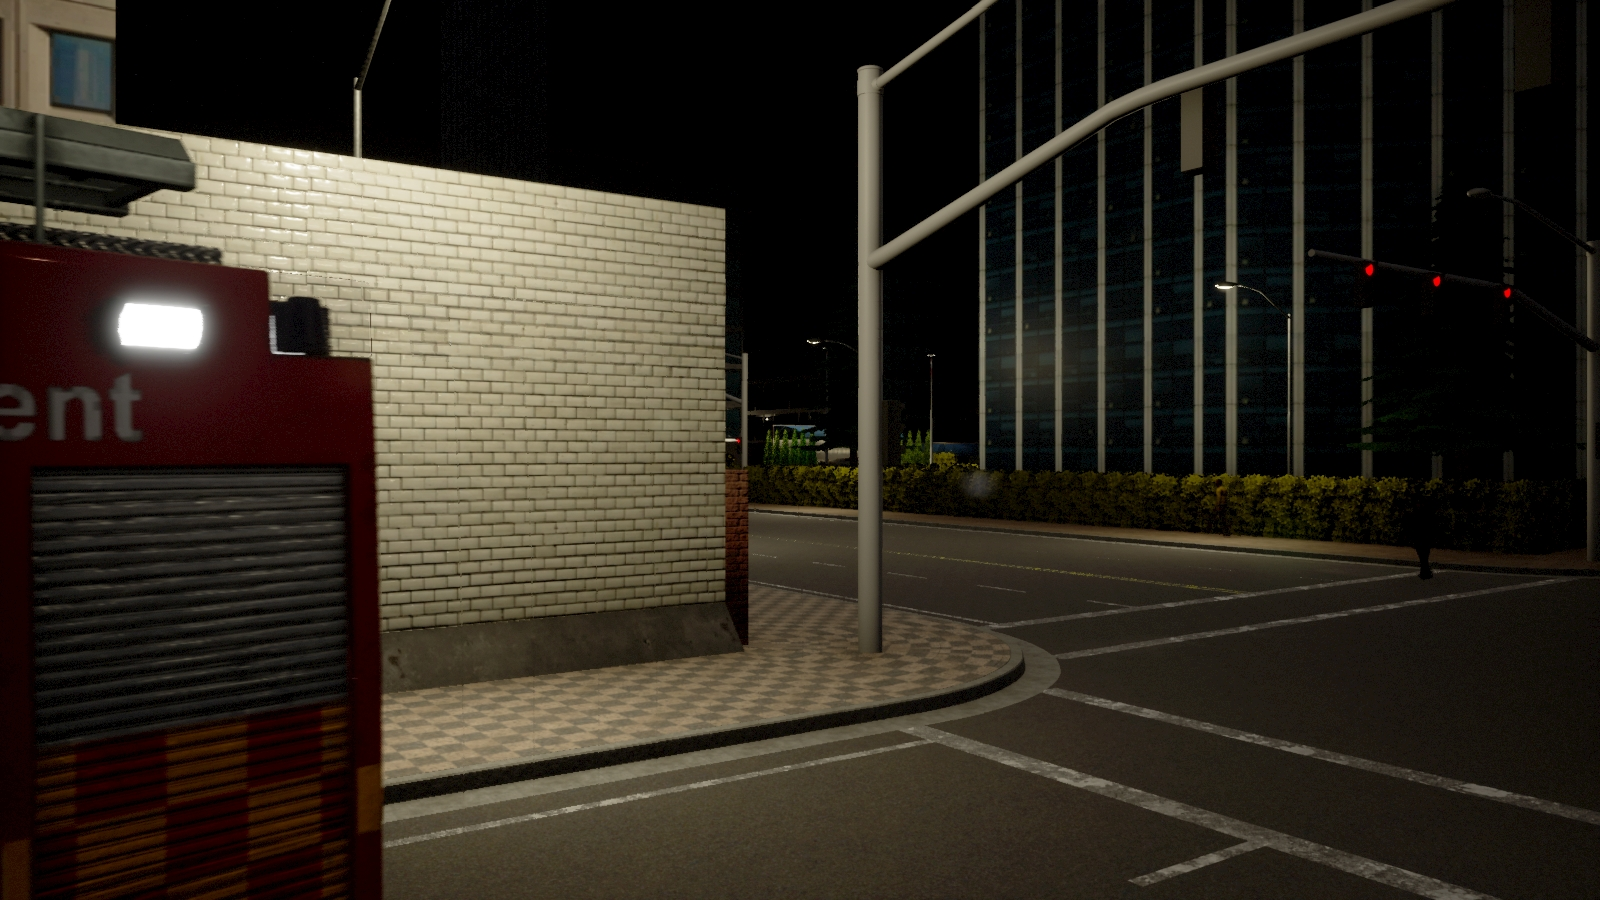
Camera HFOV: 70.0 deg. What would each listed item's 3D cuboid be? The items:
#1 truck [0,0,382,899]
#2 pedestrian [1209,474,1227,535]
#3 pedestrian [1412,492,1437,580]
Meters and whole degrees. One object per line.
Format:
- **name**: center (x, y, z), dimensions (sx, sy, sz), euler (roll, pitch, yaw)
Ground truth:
- **truck**: center (-5.131, 0.835, 1.156), dimensions (2.891, 3.827, 8.468), euler (0, 0, 42)
- **pedestrian**: center (12.981, 1.695, 35.451), dimensions (0.375, 1.860, 0.375), euler (0, 0, -36)
- **pedestrian**: center (13.497, 1.848, 24.699), dimensions (0.375, 1.860, 0.375), euler (0, 0, -41)
